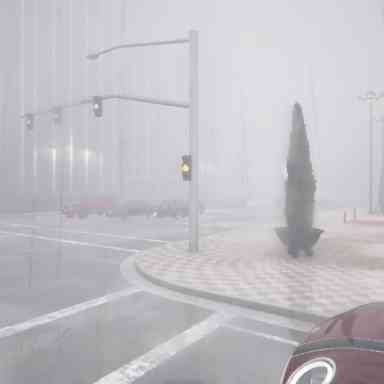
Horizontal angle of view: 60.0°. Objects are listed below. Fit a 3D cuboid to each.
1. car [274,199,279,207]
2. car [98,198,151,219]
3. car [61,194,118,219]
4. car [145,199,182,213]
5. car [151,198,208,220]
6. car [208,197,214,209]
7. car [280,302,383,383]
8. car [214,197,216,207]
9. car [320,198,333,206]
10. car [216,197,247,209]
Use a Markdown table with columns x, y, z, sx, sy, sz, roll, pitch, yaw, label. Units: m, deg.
| x | y | z | sx | sy | sz | roll | pitch | yaw | label |
| --- | --- | --- | --- | --- | --- | --- | --- | --- | --- |
| 13.961 | 1.504 | 50.104 | 1.837 | 1.490 | 4.892 | 0 | 0 | 35 | car |
| -5.303 | 1.491 | 28.933 | 2.128 | 1.511 | 4.902 | 0 | 0 | 35 | car |
| -8.898 | 1.221 | 29.884 | 2.150 | 2.045 | 5.566 | 0 | 0 | 35 | car |
| -3.193 | 1.564 | 38.070 | 1.994 | 1.385 | 4.181 | 0 | 0 | 35 | car |
| -0.973 | 1.352 | 28.671 | 2.097 | 1.767 | 4.553 | 0 | 0 | 35 | car |
| -0.092 | 1.491 | 36.405 | 2.128 | 1.511 | 4.902 | 0 | 0 | 35 | car |
| 2.830 | 1.352 | 1.952 | 4.553 | 1.767 | 2.097 | 0 | 0 | 36 | car |
| 2.638 | 1.478 | 46.422 | 1.882 | 1.535 | 5.008 | 0 | 0 | 35 | car |
| 22.627 | 1.601 | 56.418 | 1.895 | 1.301 | 4.718 | 0 | 0 | 34 | car |
| 5.721 | 1.491 | 44.722 | 2.128 | 1.511 | 4.902 | 0 | 0 | 35 | car |
